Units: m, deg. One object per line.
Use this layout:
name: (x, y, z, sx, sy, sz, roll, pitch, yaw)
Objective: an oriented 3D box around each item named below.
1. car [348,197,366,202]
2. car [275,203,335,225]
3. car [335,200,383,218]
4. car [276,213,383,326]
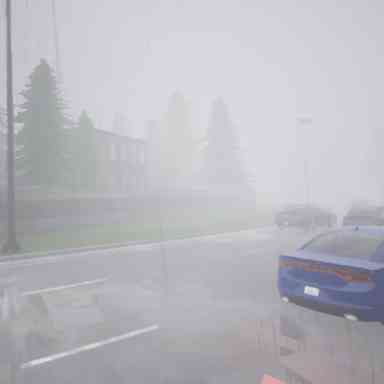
car: (18.955, 1.278, 38.046, 1.812, 1.442, 4.674, 0, 0, 17)
car: (6.663, 1.414, 19.238, 2.128, 1.511, 4.902, -1, 0, 44)
car: (9.230, 1.385, 16.849, 1.837, 1.490, 4.892, 0, 0, 44)
car: (3.844, 1.430, 6.978, 5.008, 1.535, 1.882, -1, 0, -40)
